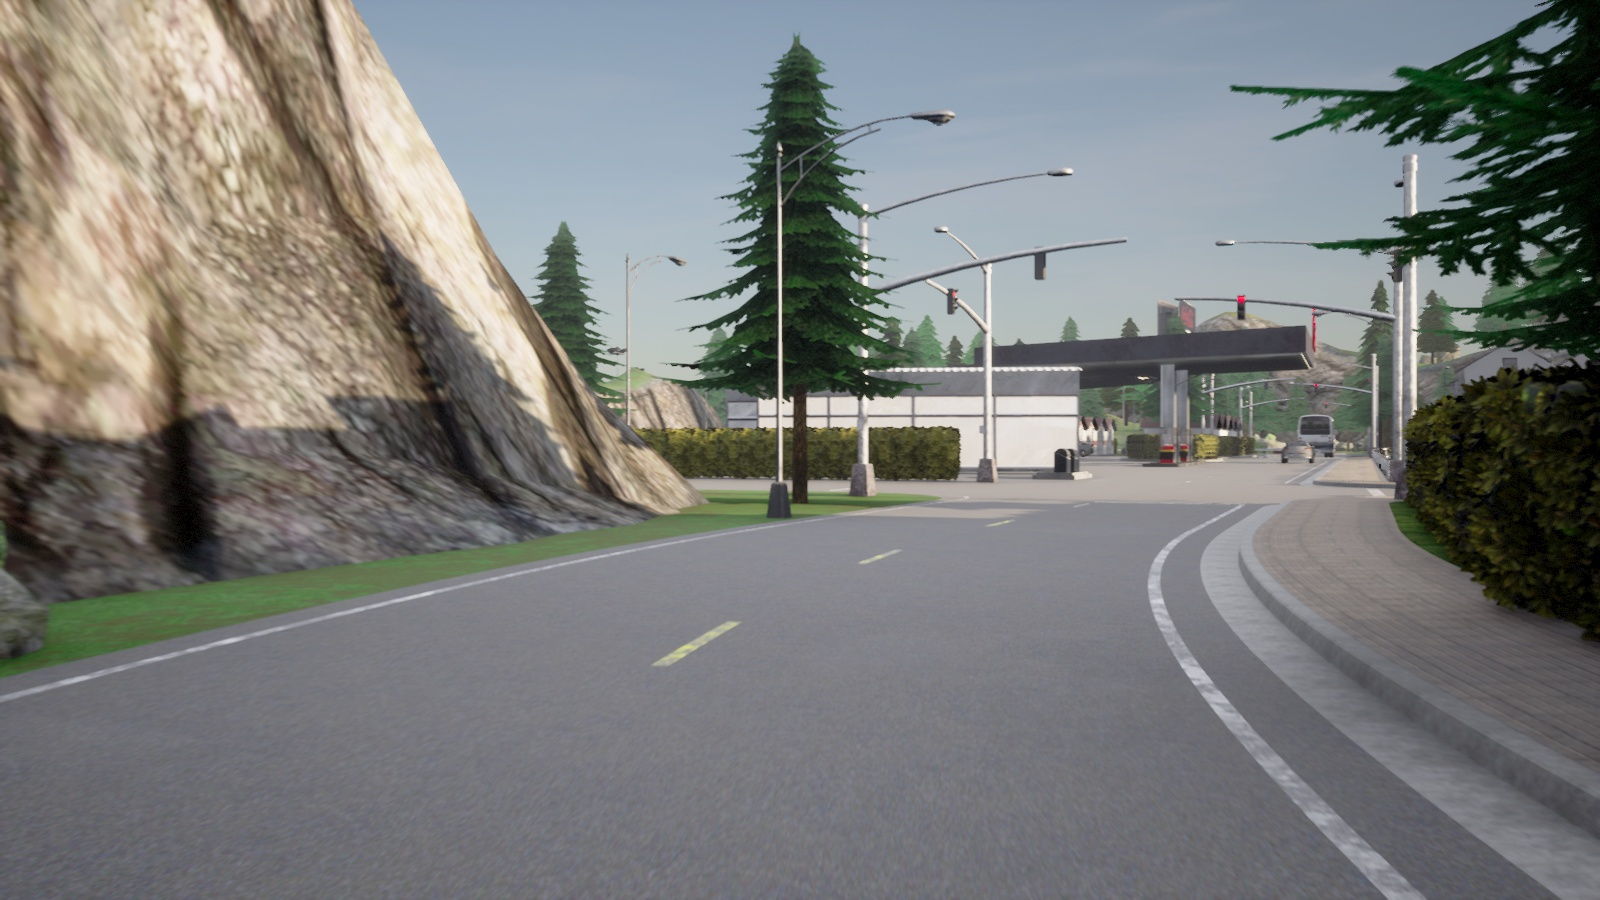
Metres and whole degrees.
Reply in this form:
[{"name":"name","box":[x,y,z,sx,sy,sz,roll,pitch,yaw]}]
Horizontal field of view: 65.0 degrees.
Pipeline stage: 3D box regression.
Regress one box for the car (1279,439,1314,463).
[{"name":"car","box":[36.265,0.046,91.571,2.152,1.651,5.027,0,0,24]}]
